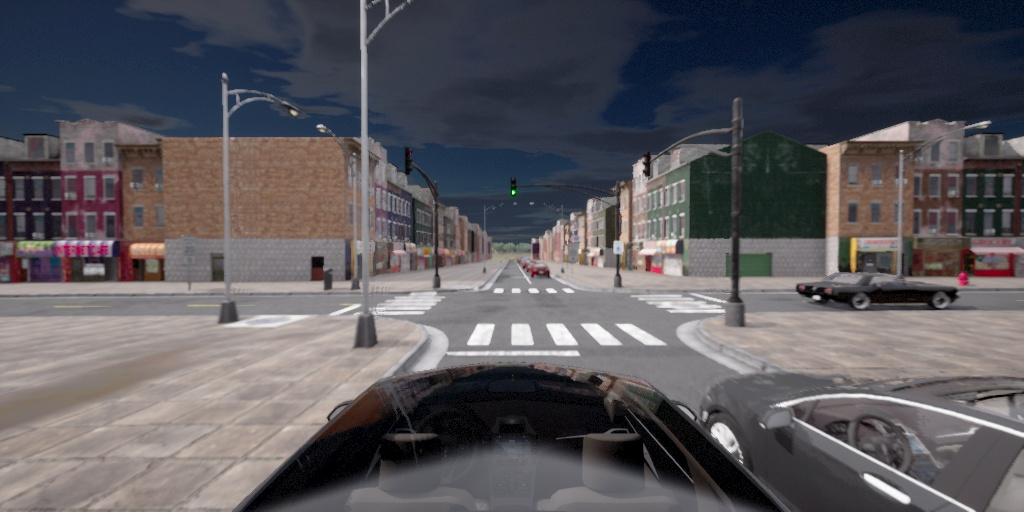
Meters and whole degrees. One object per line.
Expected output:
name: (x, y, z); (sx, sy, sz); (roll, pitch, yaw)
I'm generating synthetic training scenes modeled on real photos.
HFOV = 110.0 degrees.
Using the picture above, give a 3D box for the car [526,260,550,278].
car: (2.636, 1.322, 34.169); (1.888, 1.381, 4.507); (0, 0, 0)

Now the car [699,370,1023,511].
car: (2.636, 1.300, 1.725); (2.007, 1.370, 4.403); (0, 0, 0)

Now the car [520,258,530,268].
car: (2.636, 1.344, 56.300); (1.888, 1.381, 4.507); (0, 0, 0)

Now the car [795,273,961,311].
car: (13.901, 1.301, 13.771); (4.718, 1.301, 1.895); (0, 1, 0)

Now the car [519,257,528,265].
car: (2.636, 1.244, 61.832); (1.967, 1.591, 4.097); (0, 0, 0)

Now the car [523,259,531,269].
car: (2.636, 1.370, 45.235); (1.802, 1.307, 4.207); (0, 0, 0)
